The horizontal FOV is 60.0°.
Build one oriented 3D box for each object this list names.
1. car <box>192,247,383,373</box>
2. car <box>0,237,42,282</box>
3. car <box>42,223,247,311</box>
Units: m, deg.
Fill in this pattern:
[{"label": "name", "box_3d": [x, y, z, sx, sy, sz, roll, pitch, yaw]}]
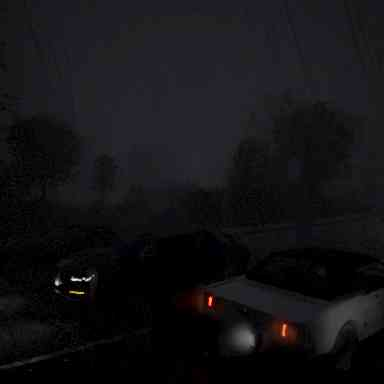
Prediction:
[{"label": "car", "box_3d": [2.482, 1.666, 5.767, 4.718, 1.301, 1.895, 1, -1, -38]}, {"label": "car", "box_3d": [-3.729, 1.653, 10.063, 4.718, 1.301, 1.895, 1, -1, -37]}, {"label": "car", "box_3d": [-0.714, 1.563, 8.004, 4.892, 1.490, 1.837, 1, 0, -38]}]
